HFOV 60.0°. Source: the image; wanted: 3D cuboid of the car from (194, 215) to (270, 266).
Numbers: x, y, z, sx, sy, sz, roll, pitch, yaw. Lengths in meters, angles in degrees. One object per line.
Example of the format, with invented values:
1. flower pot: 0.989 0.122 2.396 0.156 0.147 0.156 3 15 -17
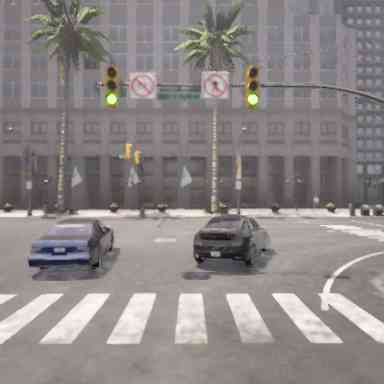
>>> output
1. car: 1.551 1.587 12.027 1.837 1.490 4.892 -2 -1 21

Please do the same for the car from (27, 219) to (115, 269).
1. car: -3.862 1.625 11.441 2.033 1.411 5.357 0 0 -7
